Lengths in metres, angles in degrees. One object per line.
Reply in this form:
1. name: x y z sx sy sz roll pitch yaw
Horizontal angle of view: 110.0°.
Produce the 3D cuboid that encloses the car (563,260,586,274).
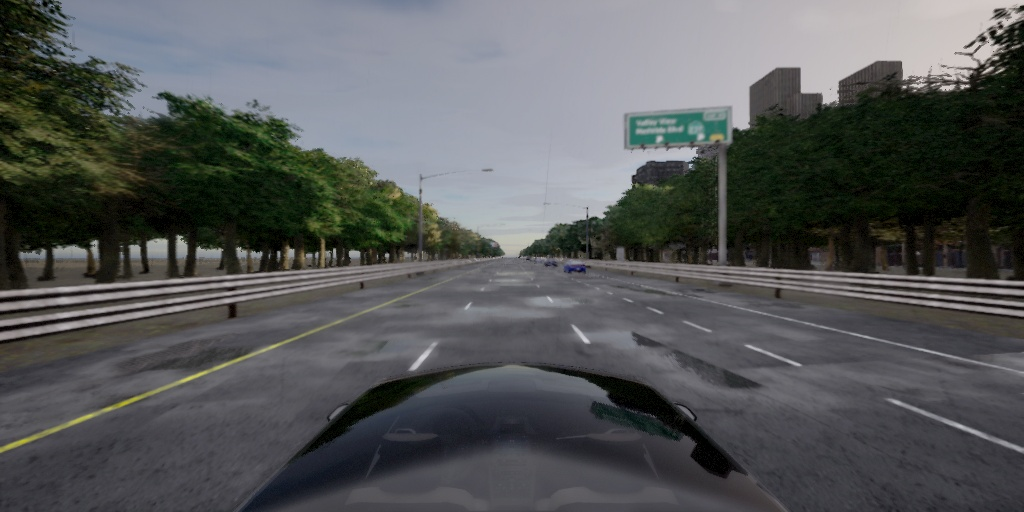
1. car: 7.004 1.237 40.439 1.882 1.535 5.008 0 0 0
